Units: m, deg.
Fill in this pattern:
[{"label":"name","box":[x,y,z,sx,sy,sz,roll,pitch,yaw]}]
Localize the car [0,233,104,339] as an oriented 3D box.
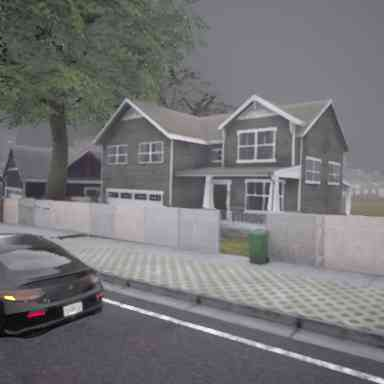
[{"label":"car","box":[-3.570,1.498,6.099,4.674,1.442,1.812,0,0,36]}]
